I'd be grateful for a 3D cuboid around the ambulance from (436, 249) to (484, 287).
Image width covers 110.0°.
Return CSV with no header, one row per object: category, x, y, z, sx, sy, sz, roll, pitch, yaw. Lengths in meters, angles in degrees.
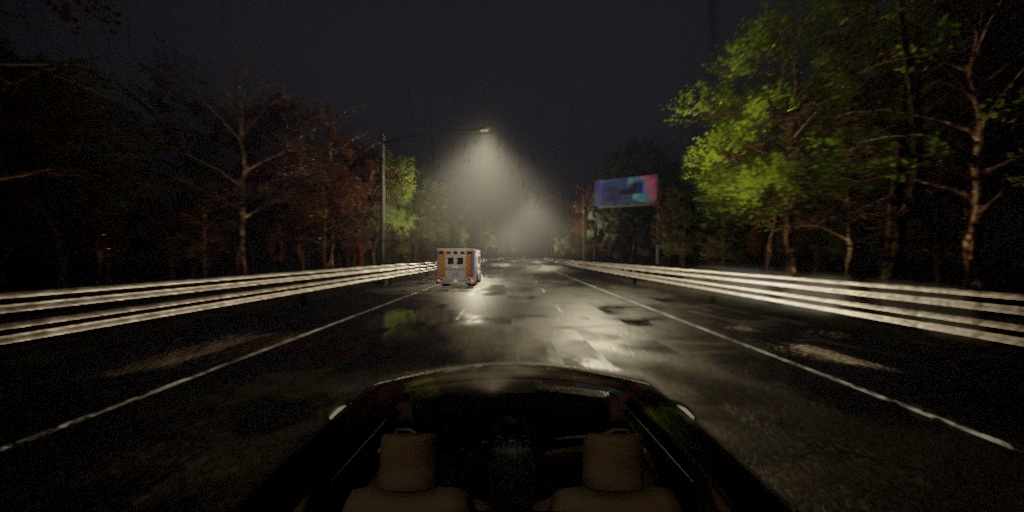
ambulance,-3.378,0.805,24.506,2.351,2.431,6.366,0,0,1
